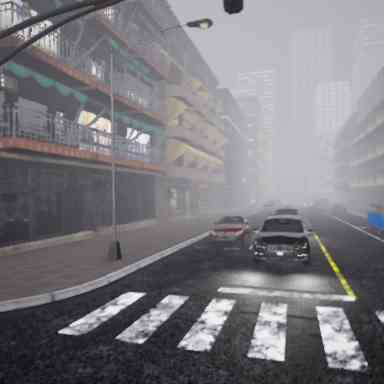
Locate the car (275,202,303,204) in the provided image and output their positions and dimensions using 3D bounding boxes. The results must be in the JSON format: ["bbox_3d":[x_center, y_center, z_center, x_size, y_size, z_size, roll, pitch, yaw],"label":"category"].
[{"bbox_3d":[9.309,1.969,32.054,2.033,1.411,5.357,-1,-1,16],"label":"car"}]

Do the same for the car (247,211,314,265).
[{"bbox_3d":[3.452,1.674,12.539,1.837,1.490,4.892,-1,-1,18],"label":"car"}]

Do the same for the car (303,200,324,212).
[{"bbox_3d":[17.207,2.172,47.244,1.895,1.301,4.718,-1,-1,17],"label":"car"}]

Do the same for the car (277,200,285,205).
[{"bbox_3d":[24.618,2.821,92.089,1.802,1.307,4.206,-2,-1,17],"label":"car"}]

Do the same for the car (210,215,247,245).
[{"bbox_3d":[2.097,1.845,16.969,1.802,1.307,4.206,-2,-1,17],"label":"car"}]

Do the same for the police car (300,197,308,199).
[{"bbox_3d":[29.146,2.473,84.591,1.930,1.638,5.238,-1,-1,17],"label":"police car"}]

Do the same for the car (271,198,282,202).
[{"bbox_3d":[11.758,2.120,49.163,1.967,1.590,4.097,-2,-1,17],"label":"car"}]

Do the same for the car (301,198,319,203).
[{"bbox_3d":[20.083,2.222,56.823,1.812,1.442,4.674,-1,-1,17],"label":"car"}]

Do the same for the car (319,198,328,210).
[{"bbox_3d":[21.406,2.124,52.263,1.752,1.417,4.829,-2,-1,17],"label":"car"}]

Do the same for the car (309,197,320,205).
[{"bbox_3d":[31.018,2.331,84.295,2.192,1.841,5.009,-2,-1,17],"label":"car"}]

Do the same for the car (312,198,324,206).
[{"bbox_3d":[27.795,2.191,73.565,2.192,1.841,5.009,-2,-1,17],"label":"car"}]

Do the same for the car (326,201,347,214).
[{"bbox_3d":[18.137,2.040,41.369,1.802,1.307,4.206,-2,-1,17],"label":"car"}]

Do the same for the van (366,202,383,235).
[{"bbox_3d":[11.687,1.521,19.914,1.690,1.788,3.998,-2,-1,17],"label":"van"}]

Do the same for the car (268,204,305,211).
[{"bbox_3d":[6.322,1.798,22.118,1.837,1.490,4.892,-1,-1,17],"label":"car"}]

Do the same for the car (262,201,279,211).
[{"bbox_3d":[10.151,2.192,43.795,1.802,1.307,4.206,-2,-1,17],"label":"car"}]
